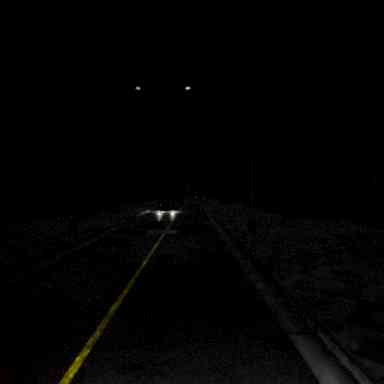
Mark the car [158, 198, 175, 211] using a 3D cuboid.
[{"bbox_3d":[-3.110,1.518,41.729,1.882,1.535,5.008,0,0,0],"label":"car"}]

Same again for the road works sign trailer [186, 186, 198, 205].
[{"bbox_3d":[-0.029,0.572,62.787,2.380,3.560,2.880,0,0,0],"label":"road works sign trailer"}]
